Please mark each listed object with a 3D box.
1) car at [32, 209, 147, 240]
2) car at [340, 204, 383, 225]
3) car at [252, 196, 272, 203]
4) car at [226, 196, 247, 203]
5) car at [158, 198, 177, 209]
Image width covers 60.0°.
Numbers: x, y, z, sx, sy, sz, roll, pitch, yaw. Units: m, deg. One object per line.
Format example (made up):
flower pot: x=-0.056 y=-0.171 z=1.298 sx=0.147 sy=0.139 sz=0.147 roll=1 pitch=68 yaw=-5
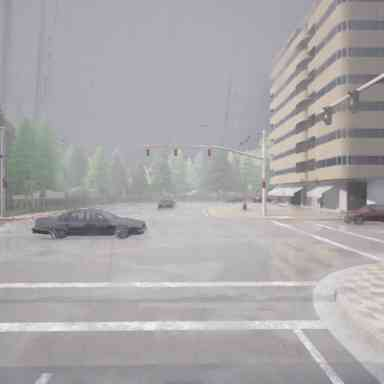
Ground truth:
car: x=-4.993 y=1.569 z=16.573 sx=5.357 sy=1.411 sz=2.033 roll=0 pitch=0 yaw=-1
car: x=13.191 y=1.581 z=24.039 sx=4.674 sy=1.442 sz=1.812 roll=0 pitch=0 yaw=-1
car: x=14.269 y=1.525 z=67.786 sx=4.674 sy=1.442 sz=1.812 roll=0 pitch=0 yaw=-34
car: x=9.126 y=1.491 z=67.833 sx=4.902 sy=1.511 sz=2.128 roll=0 pitch=0 yaw=-42
car: x=-3.254 y=1.491 z=44.635 sx=2.128 sy=1.511 sz=4.902 roll=0 pitch=0 yaw=6
